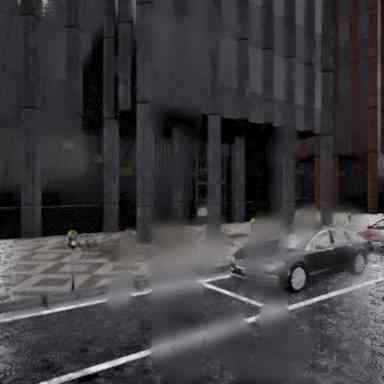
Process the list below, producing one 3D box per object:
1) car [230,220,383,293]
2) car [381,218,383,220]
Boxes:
[{"bbox_3d":[2.963,1.548,8.761,4.403,1.369,2.008,0,0,-35],"label":"car"},{"bbox_3d":[7.407,1.578,11.929,4.206,1.307,1.802,0,0,-35],"label":"car"}]
